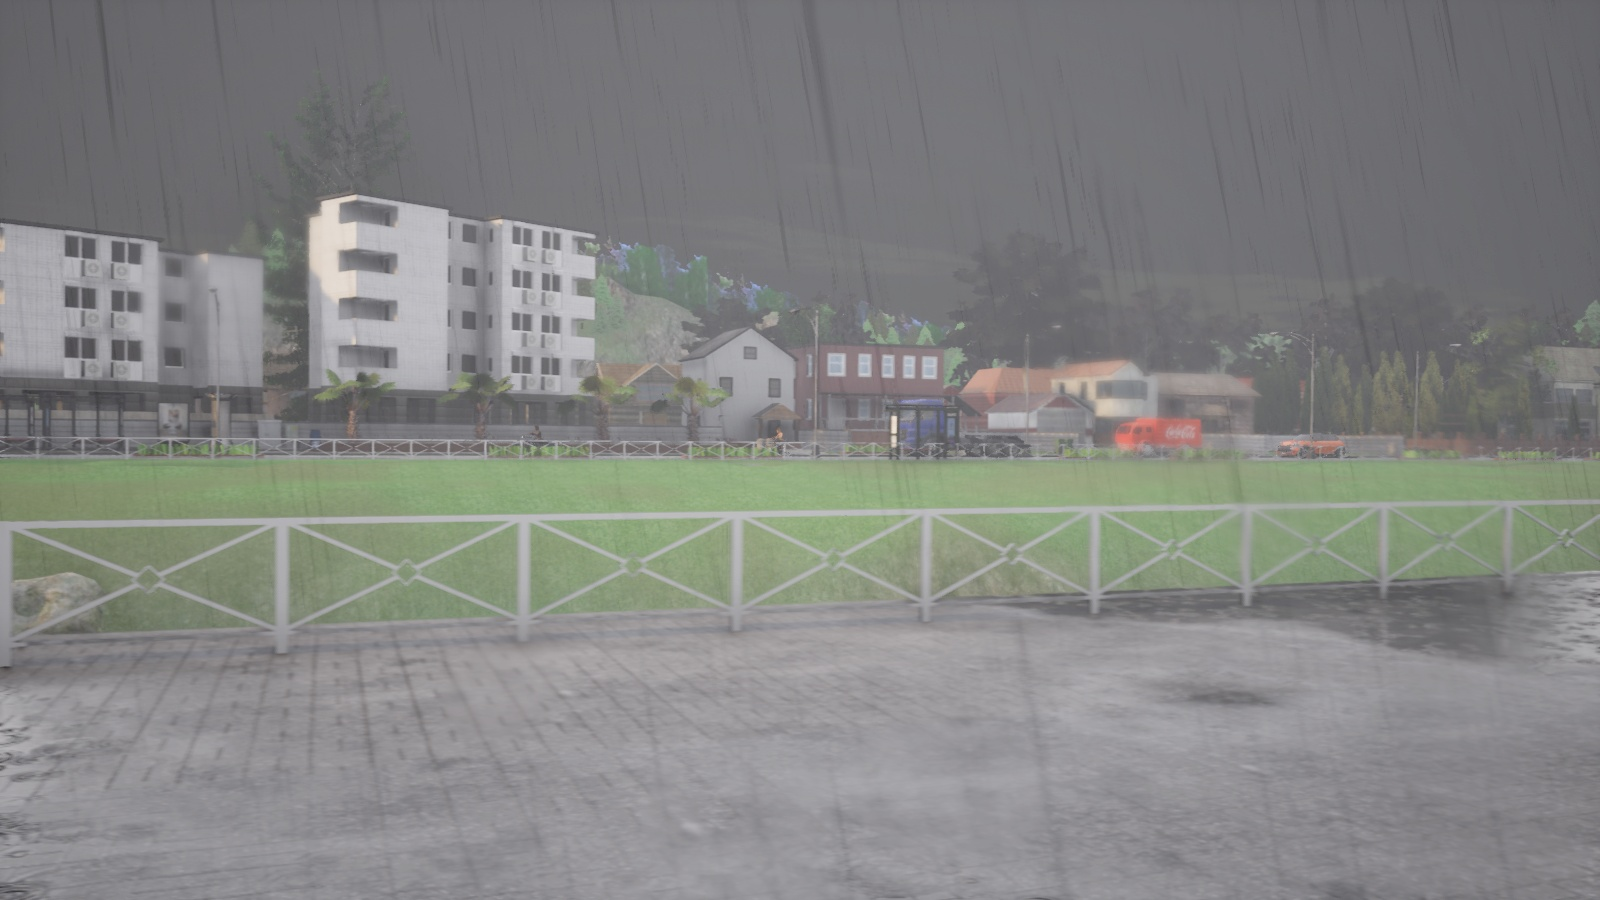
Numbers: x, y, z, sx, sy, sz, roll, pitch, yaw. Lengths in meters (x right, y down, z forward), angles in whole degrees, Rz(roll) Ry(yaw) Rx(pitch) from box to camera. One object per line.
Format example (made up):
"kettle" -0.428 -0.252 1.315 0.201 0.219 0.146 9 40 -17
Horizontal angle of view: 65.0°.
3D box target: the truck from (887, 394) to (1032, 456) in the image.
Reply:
"truck" 9.324 -1.478 73.307 7.936 3.462 2.891 -1 1 -21

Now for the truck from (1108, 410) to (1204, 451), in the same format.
"truck" 22.172 -1.200 78.188 5.204 2.467 2.627 -1 1 -21

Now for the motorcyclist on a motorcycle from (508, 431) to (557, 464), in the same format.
"motorcyclist on a motorcycle" -13.752 -0.153 64.563 2.350 1.649 0.766 -1 1 -21

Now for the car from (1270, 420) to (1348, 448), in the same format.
"car" 33.428 -1.047 82.462 4.553 1.767 2.097 -1 1 -21
